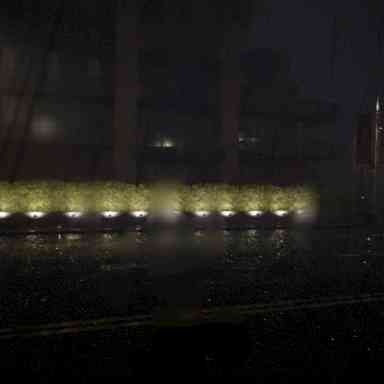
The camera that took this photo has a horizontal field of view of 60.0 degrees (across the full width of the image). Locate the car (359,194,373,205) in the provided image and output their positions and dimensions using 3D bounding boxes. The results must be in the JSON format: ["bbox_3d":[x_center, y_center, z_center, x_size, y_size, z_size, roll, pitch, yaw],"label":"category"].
[{"bbox_3d":[21.155,0.950,42.475,1.994,1.385,4.181,1,1,-16],"label":"car"}]
